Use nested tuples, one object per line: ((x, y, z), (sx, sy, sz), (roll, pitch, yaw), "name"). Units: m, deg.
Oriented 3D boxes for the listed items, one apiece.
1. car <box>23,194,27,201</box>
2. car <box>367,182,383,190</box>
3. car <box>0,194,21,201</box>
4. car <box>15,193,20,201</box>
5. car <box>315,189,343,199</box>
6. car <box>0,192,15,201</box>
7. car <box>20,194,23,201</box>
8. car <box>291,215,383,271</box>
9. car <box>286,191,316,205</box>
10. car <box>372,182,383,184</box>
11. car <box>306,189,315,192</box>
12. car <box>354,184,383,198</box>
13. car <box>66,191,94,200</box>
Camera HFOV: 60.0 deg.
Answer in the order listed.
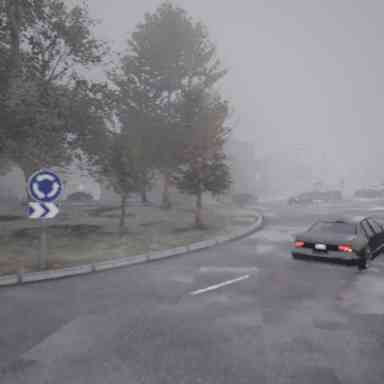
((-44.539, 1.538, 82.066), (5.366, 1.575, 1.946), (1, -1, -36), "car")
((39.515, -1.328, 70.827), (5.357, 1.411, 2.033), (-5, 2, -39), "car")
((-43.620, 1.344, 79.307), (4.553, 1.767, 2.185), (1, -2, -36), "car")
((-41.987, 1.059, 73.593), (5.566, 2.045, 2.435), (1, -2, -36), "car")
((21.729, 0.295, 51.903), (4.892, 1.490, 1.837), (-5, 3, -39), "car")
((-41.133, 1.232, 70.752), (4.892, 1.521, 2.231), (1, -2, -37), "car")
((-42.766, 1.140, 76.492), (5.566, 2.045, 2.435), (1, -2, -36), "car")
((5.049, 1.468, 10.802), (2.033, 1.411, 5.357), (0, 1, 40), "car")
((14.547, 0.989, 44.859), (1.895, 1.301, 4.718), (0, 2, 39), "car")
((31.675, -0.355, 53.994), (5.366, 1.575, 1.946), (-1, 3, 31), "car")
((19.883, 0.288, 54.465), (5.008, 1.535, 1.882), (-5, 2, -41), "car")
((27.123, 0.031, 50.064), (4.892, 1.521, 2.231), (-1, 3, 31), "car")
((-17.797, 0.647, 52.903), (4.892, 1.490, 1.837), (0, -2, 27), "car")
